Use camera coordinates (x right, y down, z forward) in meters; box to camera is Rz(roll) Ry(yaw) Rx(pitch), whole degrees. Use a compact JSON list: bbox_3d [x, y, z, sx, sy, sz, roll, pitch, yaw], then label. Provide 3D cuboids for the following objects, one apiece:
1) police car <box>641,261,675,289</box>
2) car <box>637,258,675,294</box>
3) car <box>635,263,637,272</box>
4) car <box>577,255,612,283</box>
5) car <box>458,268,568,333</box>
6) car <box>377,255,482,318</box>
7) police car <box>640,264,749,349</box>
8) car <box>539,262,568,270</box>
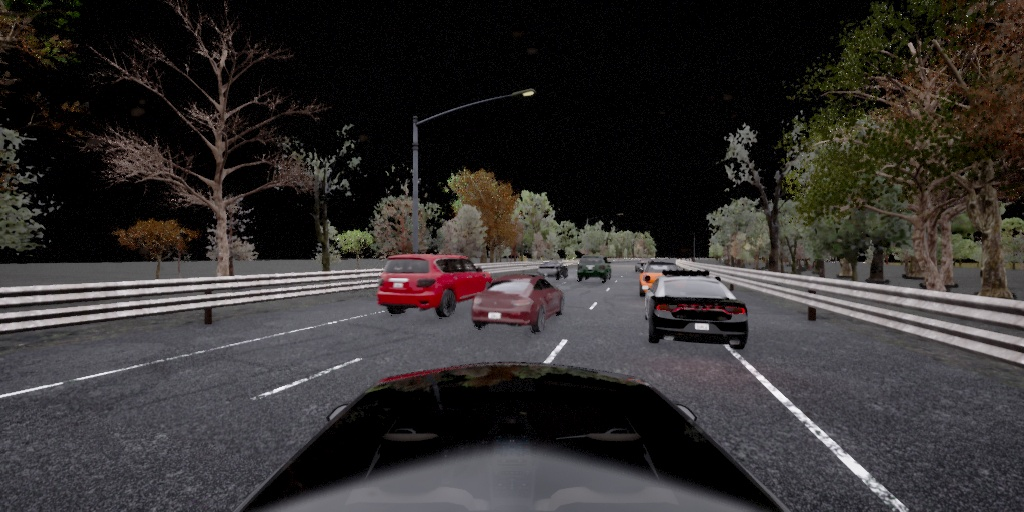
[{"bbox_3d":[9.771,1.180,24.343,1.930,1.638,5.238,0,0,20],"label":"police car"},{"bbox_3d":[7.725,1.103,18.634,2.097,1.767,4.553,0,0,20],"label":"car"},{"bbox_3d":[16.684,1.264,45.436,2.128,1.511,4.902,0,0,22],"label":"car"},{"bbox_3d":[6.658,0.977,28.739,2.150,2.045,5.566,0,0,20],"label":"car"},{"bbox_3d":[0.325,1.275,10.817,1.812,1.442,4.674,0,0,19],"label":"car"},{"bbox_3d":[-2.536,0.971,13.286,2.150,2.045,5.566,0,0,19],"label":"car"},{"bbox_3d":[4.534,1.175,9.437,1.930,1.638,5.238,0,0,19],"label":"police car"},{"bbox_3d":[3.482,1.247,30.231,2.128,1.511,4.902,0,0,20],"label":"car"}]
